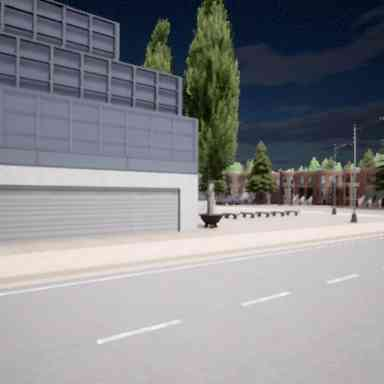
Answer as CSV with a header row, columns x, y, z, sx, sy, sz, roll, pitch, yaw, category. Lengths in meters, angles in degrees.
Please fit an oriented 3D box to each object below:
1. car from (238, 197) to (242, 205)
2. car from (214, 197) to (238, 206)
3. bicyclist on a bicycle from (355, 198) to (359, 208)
x,y,z,sx,sy,sz,roll,pitch,yaw,category
7.411,1.755,65.796,4.553,1.767,2.097,0,0,28,car
5.521,1.883,62.830,4.892,1.490,1.837,1,0,28,car
26.755,1.789,54.111,1.656,1.620,0.582,0,0,-37,bicyclist on a bicycle
